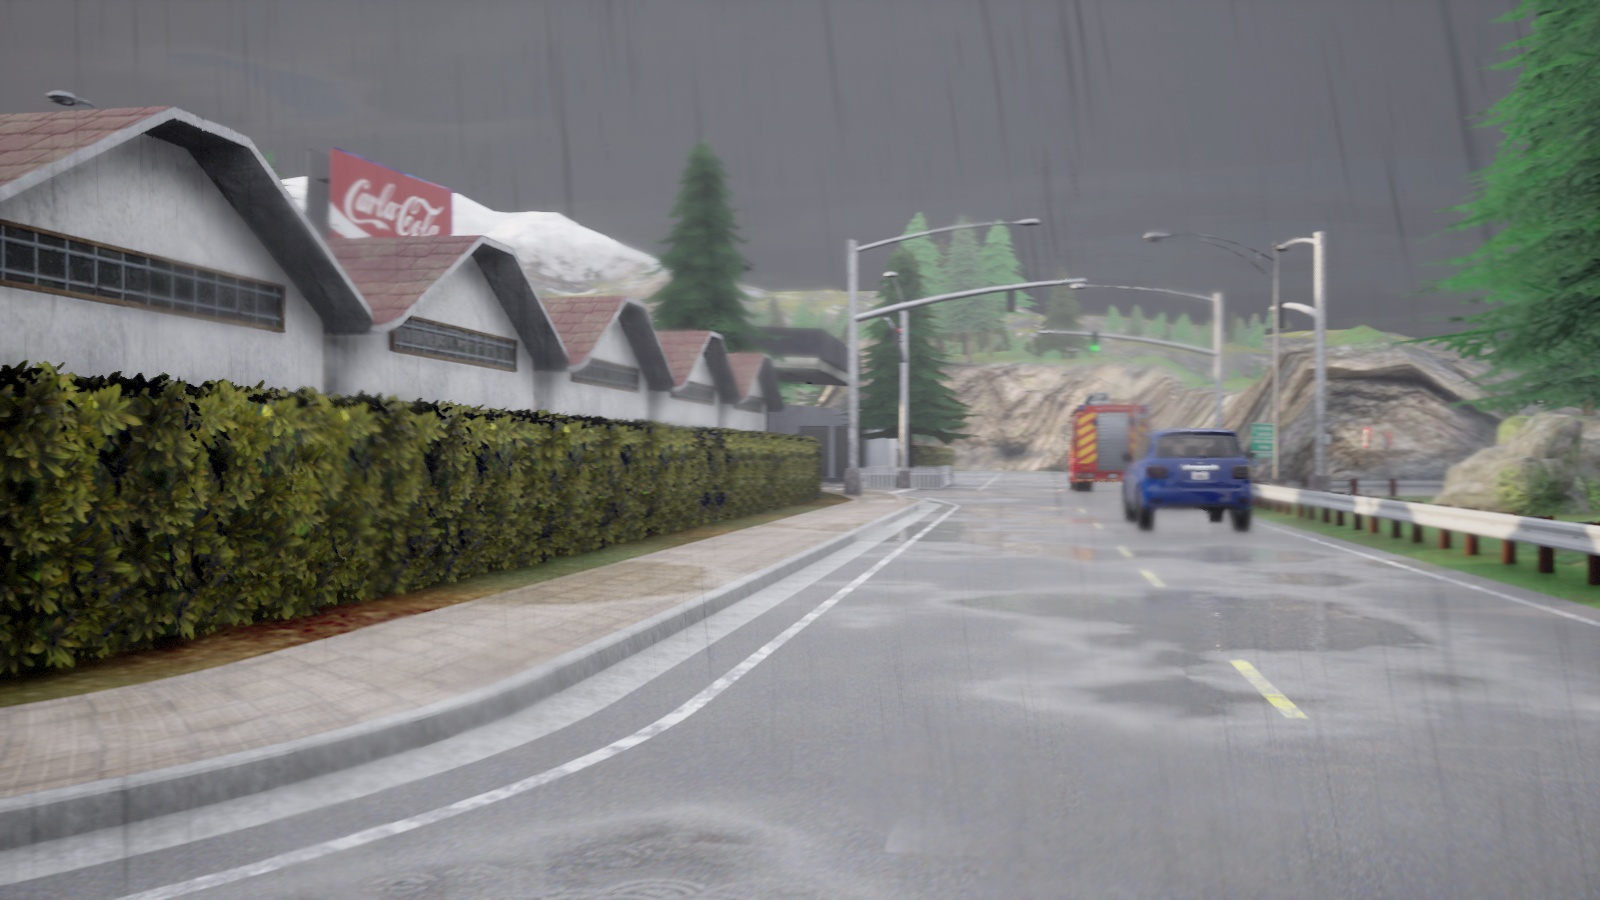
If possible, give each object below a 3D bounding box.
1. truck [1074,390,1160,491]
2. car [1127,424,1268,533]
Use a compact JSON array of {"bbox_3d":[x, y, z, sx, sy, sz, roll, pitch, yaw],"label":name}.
[{"bbox_3d":[12.933,-0.265,51.869,2.891,3.827,8.468,0,-1,11],"label":"truck"},{"bbox_3d":[8.218,0.559,26.493,2.150,2.045,5.566,0,0,11],"label":"car"}]
